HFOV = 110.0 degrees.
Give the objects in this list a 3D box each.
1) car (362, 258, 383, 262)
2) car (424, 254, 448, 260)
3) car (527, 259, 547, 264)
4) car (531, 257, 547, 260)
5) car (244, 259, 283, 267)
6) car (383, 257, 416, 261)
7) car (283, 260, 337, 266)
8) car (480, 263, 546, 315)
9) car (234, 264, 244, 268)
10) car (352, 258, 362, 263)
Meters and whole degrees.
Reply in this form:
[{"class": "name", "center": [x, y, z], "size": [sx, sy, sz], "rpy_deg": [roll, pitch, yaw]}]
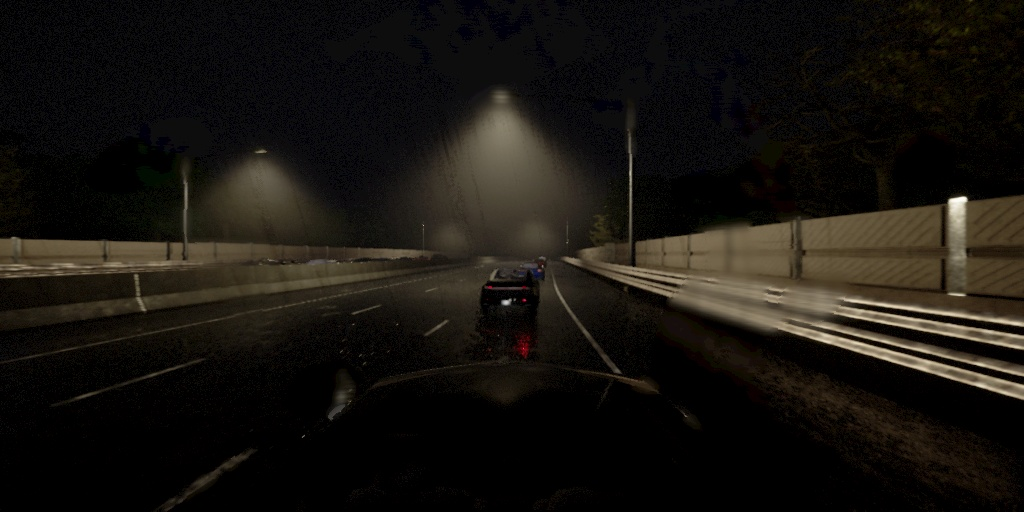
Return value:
[{"class": "car", "center": [-17.660, 0.973, 48.252], "size": [1.882, 1.535, 5.008], "rpy_deg": [0, 0, 6]}, {"class": "car", "center": [-12.739, 0.650, 62.118], "size": [2.150, 2.045, 5.566], "rpy_deg": [0, 0, 6]}, {"class": "car", "center": [1.509, 1.194, 28.018], "size": [1.994, 1.385, 4.181], "rpy_deg": [0, 0, 6]}, {"class": "car", "center": [4.037, 1.063, 53.689], "size": [1.994, 1.385, 4.181], "rpy_deg": [0, 0, 6]}, {"class": "car", "center": [-19.470, 1.088, 30.175], "size": [1.837, 1.490, 4.892], "rpy_deg": [0, 0, 6]}, {"class": "car", "center": [-14.377, 1.076, 46.026], "size": [1.994, 1.385, 4.181], "rpy_deg": [0, 0, 6]}, {"class": "car", "center": [-15.996, 1.084, 29.744], "size": [2.128, 1.511, 4.902], "rpy_deg": [0, 0, 6]}, {"class": "car", "center": [0.056, 1.191, 13.260], "size": [2.128, 1.511, 4.902], "rpy_deg": [0, 0, 6]}, {"class": "car", "center": [-22.752, 1.074, 32.479], "size": [1.837, 1.490, 4.892], "rpy_deg": [0, 0, 6]}, {"class": "car", "center": [-20.889, 0.983, 50.956], "size": [1.837, 1.490, 4.892], "rpy_deg": [0, 0, 6]}]
